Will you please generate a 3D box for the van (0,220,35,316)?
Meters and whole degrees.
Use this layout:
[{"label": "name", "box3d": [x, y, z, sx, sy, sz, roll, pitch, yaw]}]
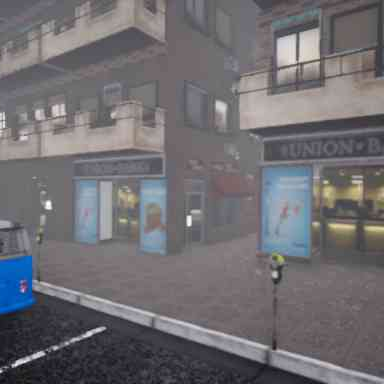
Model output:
[{"label": "van", "box3d": [-4.618, 1.343, 6.161, 3.998, 1.788, 1.690, 0, 1, 36]}]
